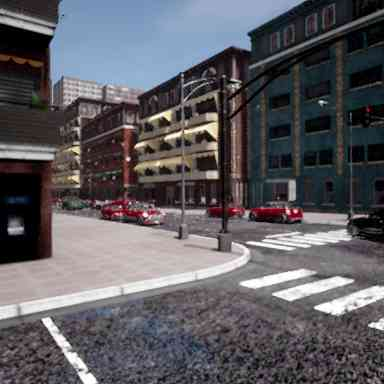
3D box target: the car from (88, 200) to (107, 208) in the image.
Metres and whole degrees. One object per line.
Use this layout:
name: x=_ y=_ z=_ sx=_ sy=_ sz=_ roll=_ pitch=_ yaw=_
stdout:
car: x=-16.146 y=2.037 z=56.465 sx=1.802 sy=1.307 sz=4.206 roll=-2 pitch=0 yaw=-35

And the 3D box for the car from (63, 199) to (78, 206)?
car: x=-25.666 y=2.205 z=70.121 sx=2.008 sy=1.369 sz=4.403 roll=-2 pitch=0 yaw=-35

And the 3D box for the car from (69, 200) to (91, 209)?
car: x=-18.888 y=2.040 z=55.929 sx=2.033 sy=1.411 sz=5.357 roll=-1 pitch=0 yaw=-35

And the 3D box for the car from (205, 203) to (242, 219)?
car: x=2.896 y=1.634 z=29.158 sx=1.802 sy=1.307 sz=4.206 roll=-2 pitch=0 yaw=-35

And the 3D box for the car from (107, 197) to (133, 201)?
car: x=-9.807 y=1.636 z=47.361 sx=2.192 sy=1.841 sz=5.009 roll=-2 pitch=0 yaw=-35

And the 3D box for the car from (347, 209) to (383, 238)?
car: x=8.809 y=1.424 z=14.531 sx=1.812 sy=1.442 sz=4.674 roll=0 pitch=0 yaw=-9

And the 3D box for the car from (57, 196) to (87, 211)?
car: x=-18.075 y=1.669 z=49.942 sx=2.150 sy=2.045 sz=5.566 roll=-1 pitch=0 yaw=-35

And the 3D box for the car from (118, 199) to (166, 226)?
car: x=-3.563 y=1.567 z=24.629 sx=1.967 sy=1.590 sz=4.097 roll=-2 pitch=0 yaw=-35

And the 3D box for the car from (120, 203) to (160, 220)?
car: x=-4.902 y=1.738 z=30.884 sx=1.994 sy=1.385 sz=4.181 roll=-1 pitch=0 yaw=-35

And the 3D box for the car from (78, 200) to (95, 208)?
car: x=-19.319 y=2.104 z=61.017 sx=1.802 sy=1.307 sz=4.206 roll=-2 pitch=0 yaw=-35

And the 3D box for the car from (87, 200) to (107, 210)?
car: x=-13.077 y=1.972 z=47.676 sx=1.895 sy=1.301 sz=4.718 roll=-1 pitch=0 yaw=-34

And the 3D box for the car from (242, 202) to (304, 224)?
car: x=6.068 y=1.425 z=24.608 sx=1.967 sy=1.590 sz=4.097 roll=-2 pitch=0 yaw=-35

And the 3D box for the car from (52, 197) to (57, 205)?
car: x=-32.018 y=2.102 z=79.224 sx=2.192 sy=1.841 sz=5.009 roll=-2 pitch=0 yaw=-35

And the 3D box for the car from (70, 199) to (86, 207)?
car: x=-22.493 y=2.154 z=65.569 sx=1.947 sy=1.339 sz=4.313 roll=-2 pitch=0 yaw=-35

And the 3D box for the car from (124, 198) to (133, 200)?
car: x=-6.627 y=1.820 z=42.810 sx=1.947 sy=1.339 sz=4.313 roll=-2 pitch=0 yaw=-35

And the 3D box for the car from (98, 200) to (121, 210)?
car: x=-12.974 y=1.939 z=51.913 sx=2.008 sy=1.369 sz=4.403 roll=-2 pitch=0 yaw=-35

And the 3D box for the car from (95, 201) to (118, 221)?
car: x=-6.732 y=1.776 z=29.182 sx=1.802 sy=1.307 sz=4.206 roll=-1 pitch=0 yaw=-35
